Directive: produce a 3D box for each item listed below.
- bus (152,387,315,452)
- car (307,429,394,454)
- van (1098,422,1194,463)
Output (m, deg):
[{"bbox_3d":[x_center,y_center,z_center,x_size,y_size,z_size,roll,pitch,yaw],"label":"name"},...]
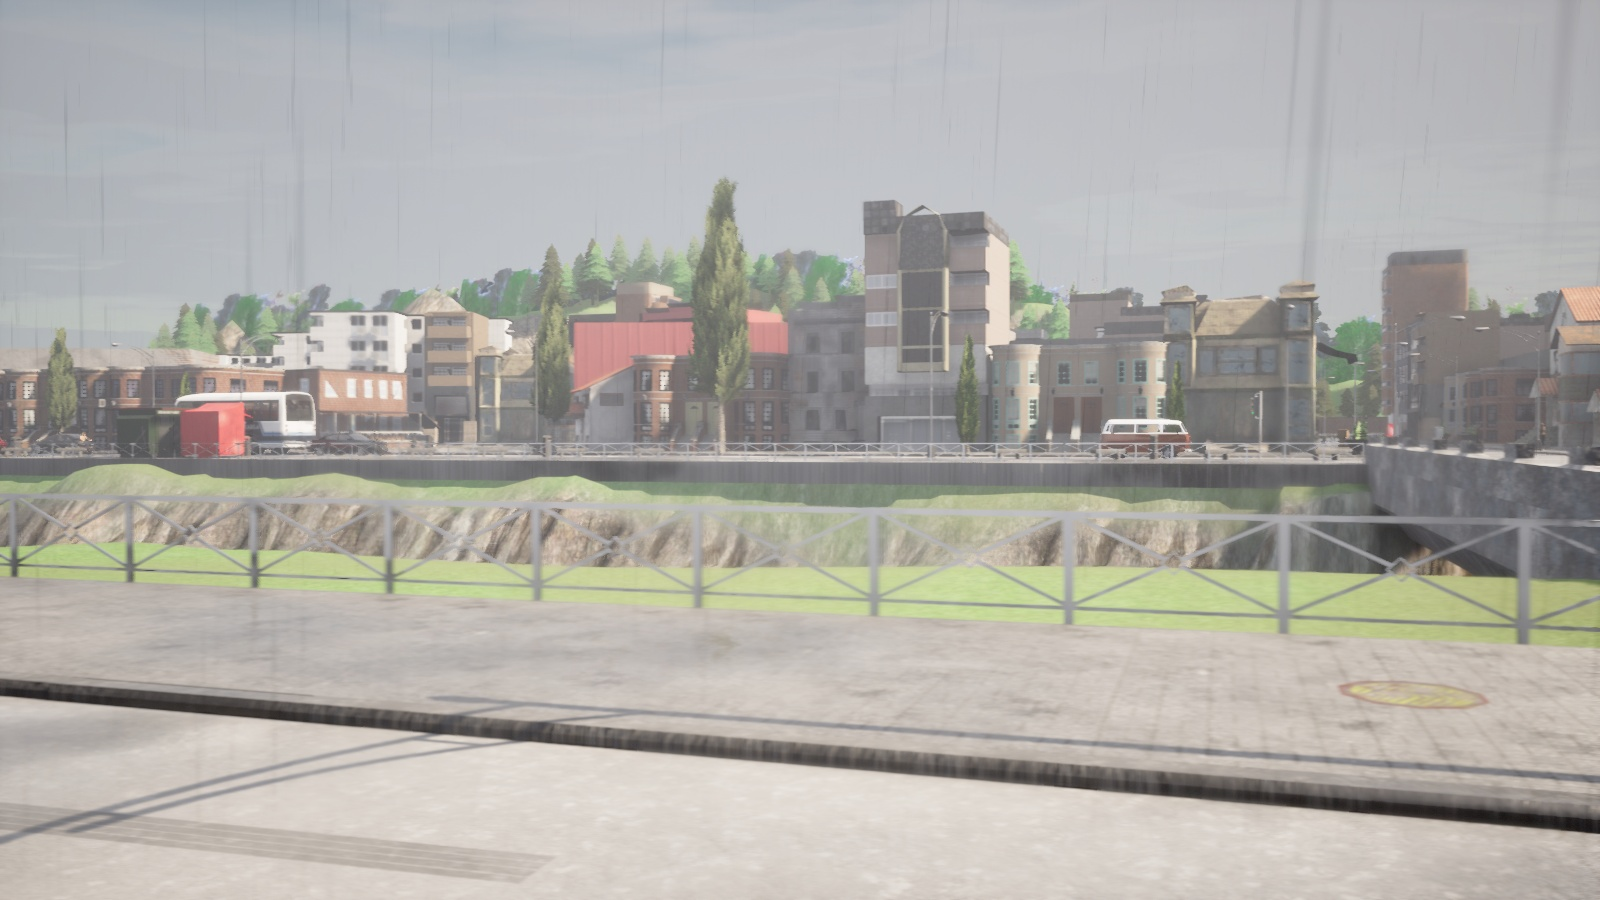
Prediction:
[{"bbox_3d":[-38.819,-2.076,86.074,10.273,4.253,3.944,1,1,19],"label":"bus"},{"bbox_3d":[-28.014,-0.556,78.245,5.008,1.535,1.882,1,1,19],"label":"car"},{"bbox_3d":[17.365,-0.395,62.992,4.480,2.038,2.069,1,1,19],"label":"van"}]
